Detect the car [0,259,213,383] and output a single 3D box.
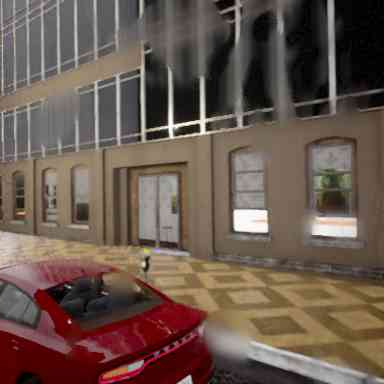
[{"bbox_3d":[-1.886,1.538,4.200,4.507,1.381,1.887,0,-1,36],"label":"car"}]
